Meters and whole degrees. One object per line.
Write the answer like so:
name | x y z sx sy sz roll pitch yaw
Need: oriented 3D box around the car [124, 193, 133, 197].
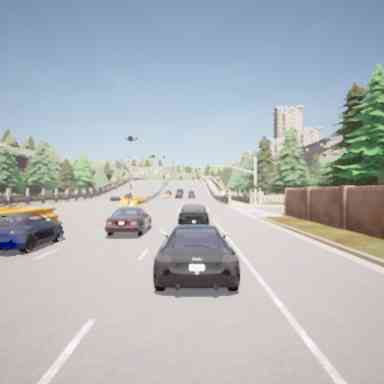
car | -17.590 1.075 91.180 1.895 1.301 4.718 0 3 0

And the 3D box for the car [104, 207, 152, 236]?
car | -3.391 1.539 18.448 2.033 1.411 5.357 0 0 0

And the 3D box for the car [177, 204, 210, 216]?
car | 0.104 1.469 20.801 1.882 1.535 5.008 0 0 0

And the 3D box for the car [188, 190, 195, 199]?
car | -0.091 1.034 91.427 1.994 1.385 4.181 0 4 0

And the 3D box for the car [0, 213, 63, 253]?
car | -6.898 1.558 13.583 1.994 1.385 4.181 0 0 0

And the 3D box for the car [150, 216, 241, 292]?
car | 0.102 1.558 8.969 1.994 1.385 4.181 0 0 0

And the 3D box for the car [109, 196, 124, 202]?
car | -17.507 1.521 75.684 1.994 1.385 4.181 0 0 0

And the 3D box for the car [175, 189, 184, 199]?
car | -3.589 0.866 90.965 2.097 1.767 4.553 0 3 0

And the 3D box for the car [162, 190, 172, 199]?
car | -7.089 0.987 90.983 1.882 1.535 5.008 0 3 0
